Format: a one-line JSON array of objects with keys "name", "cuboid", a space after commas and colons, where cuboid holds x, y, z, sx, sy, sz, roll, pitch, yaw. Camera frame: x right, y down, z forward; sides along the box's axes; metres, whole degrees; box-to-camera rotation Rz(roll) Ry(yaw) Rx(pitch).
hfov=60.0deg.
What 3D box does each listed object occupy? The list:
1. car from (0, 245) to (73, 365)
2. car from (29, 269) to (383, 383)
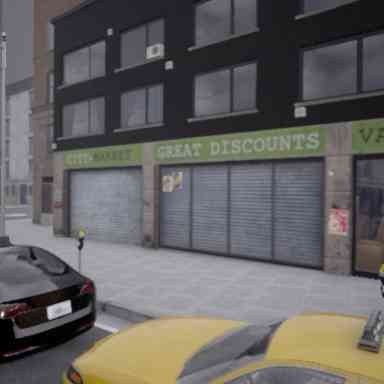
[{"name": "car", "cuboid": [-3.411, 1.566, 5.533, 4.313, 1.339, 1.947, 0, 1, 36]}, {"name": "car", "cuboid": [0.994, 1.525, 2.381, 4.829, 1.417, 1.752, 0, 1, 36]}]
